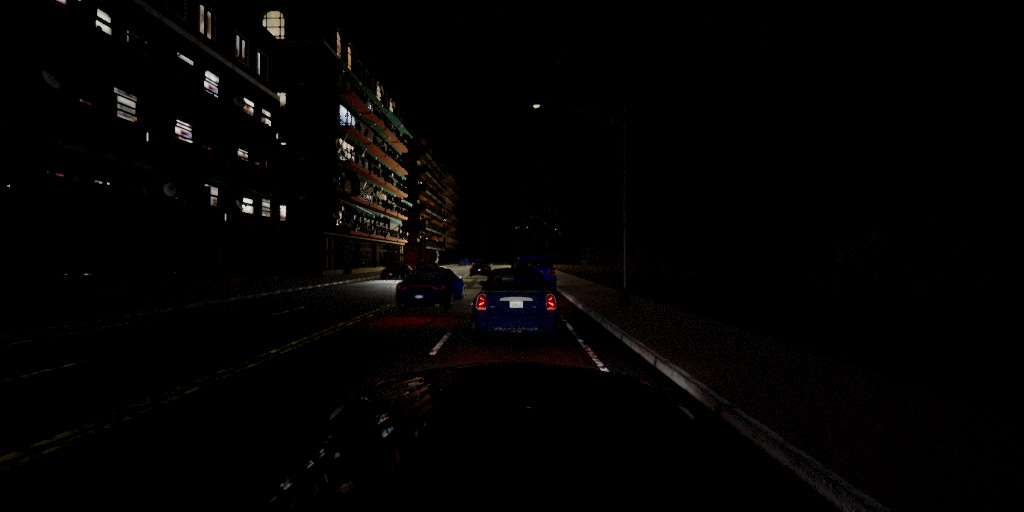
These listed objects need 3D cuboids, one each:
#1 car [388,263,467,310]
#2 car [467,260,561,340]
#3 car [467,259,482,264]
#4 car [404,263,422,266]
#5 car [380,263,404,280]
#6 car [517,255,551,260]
[{"bbox_3d":[-3.153,1.229,14.633,1.882,1.535,5.008,0,0,0],"label":"car"},{"bbox_3d":[0.096,1.103,10.136,2.097,1.767,4.553,0,0,0],"label":"car"},{"bbox_3d":[-3.154,1.316,36.695,1.994,1.385,4.181,0,0,0],"label":"car"},{"bbox_3d":[-6.605,1.278,27.755,1.812,1.442,4.674,0,0,0],"label":"car"},{"bbox_3d":[-9.855,1.316,31.111,1.994,1.385,4.181,0,0,0],"label":"car"},{"bbox_3d":[1.133,0.977,19.712,2.150,2.045,5.566,0,0,0],"label":"car"}]
